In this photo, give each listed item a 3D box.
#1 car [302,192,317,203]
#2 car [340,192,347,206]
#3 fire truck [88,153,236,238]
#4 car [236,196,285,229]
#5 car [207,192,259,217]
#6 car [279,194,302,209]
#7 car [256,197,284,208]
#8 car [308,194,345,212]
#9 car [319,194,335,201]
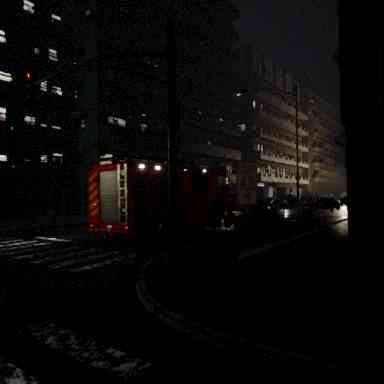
[{"bbox_3d":[20.001,0.931,56.417,2.192,1.841,5.009,-1,0,36],"label":"car"},{"bbox_3d":[20.113,1.087,42.326,1.887,1.381,4.507,-1,0,36],"label":"car"},{"bbox_3d":[-1.204,0.168,17.629,2.891,3.827,8.468,-2,0,36],"label":"fire truck"},{"bbox_3d":[3.541,1.201,19.362,1.967,1.590,4.097,-1,0,36],"label":"car"},{"bbox_3d":[3.752,1.030,29.700,2.150,2.045,5.566,-1,-1,36],"label":"car"},{"bbox_3d":[11.082,1.062,39.730,2.097,1.767,4.553,-1,0,36],"label":"car"},{"bbox_3d":[10.007,1.311,42.676,1.947,1.339,4.313,-1,0,36],"label":"car"},{"bbox_3d":[13.449,1.196,33.166,1.947,1.339,4.313,-1,0,36],"label":"car"},{"bbox_3d":[26.670,1.084,65.577,2.008,1.369,4.403,-1,0,36],"label":"car"}]
